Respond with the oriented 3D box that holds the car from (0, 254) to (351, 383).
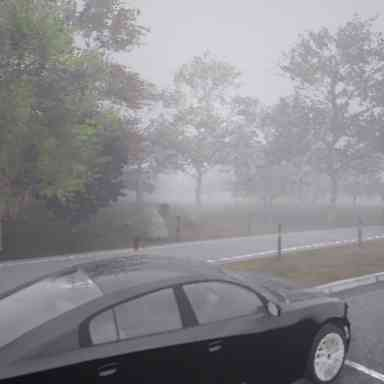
[{"bbox_3d":[-0.229,1.495,3.827,5.008,1.535,2.097,1,1,-32],"label":"car"}]
